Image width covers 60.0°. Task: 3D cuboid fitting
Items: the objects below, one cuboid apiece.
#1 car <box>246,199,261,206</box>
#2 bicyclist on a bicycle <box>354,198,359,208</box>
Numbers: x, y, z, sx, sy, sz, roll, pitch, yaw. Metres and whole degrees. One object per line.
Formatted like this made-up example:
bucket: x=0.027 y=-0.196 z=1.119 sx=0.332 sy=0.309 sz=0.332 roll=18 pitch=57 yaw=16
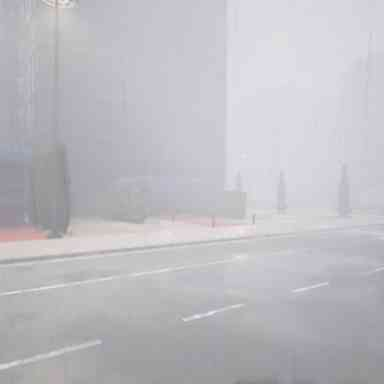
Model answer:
car: x=11.486 y=2.055 z=66.861 sx=1.895 sy=1.301 sz=4.718 roll=1 pitch=0 yaw=-35
bicyclist on a bicycle: x=26.616 y=1.800 z=53.717 sx=1.656 sy=1.620 sz=0.582 roll=0 pitch=0 yaw=-35
